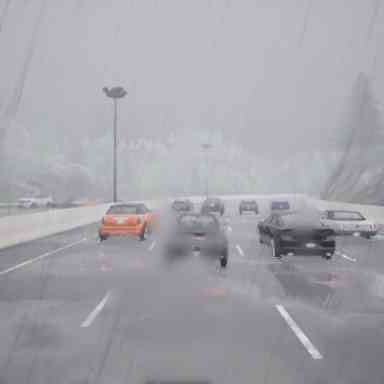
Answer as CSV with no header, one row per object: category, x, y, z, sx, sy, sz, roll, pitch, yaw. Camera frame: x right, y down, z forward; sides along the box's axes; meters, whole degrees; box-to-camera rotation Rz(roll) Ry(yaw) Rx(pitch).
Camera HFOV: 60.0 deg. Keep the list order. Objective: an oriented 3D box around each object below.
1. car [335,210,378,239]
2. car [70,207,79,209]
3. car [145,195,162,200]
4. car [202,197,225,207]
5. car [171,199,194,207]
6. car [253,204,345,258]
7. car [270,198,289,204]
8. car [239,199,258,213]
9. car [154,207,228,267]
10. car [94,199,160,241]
car,7.462,1.583,17.027,1.895,1.301,4.718,0,0,3
car,-14.069,1.448,43.453,1.882,1.535,5.008,0,0,11
car,-9.646,1.363,84.089,2.033,1.411,5.357,0,0,21
car,2.267,1.321,33.953,2.097,1.767,4.553,0,0,8
car,-0.981,1.462,35.970,2.128,1.511,4.902,0,0,9
car,3.746,1.465,12.680,1.882,1.535,5.008,0,0,2
car,10.033,1.440,38.194,1.882,1.535,5.008,0,0,10
car,6.044,1.459,35.590,2.128,1.511,4.902,0,0,9
car,0.192,1.483,11.424,2.128,1.511,4.902,0,0,2
car,-3.044,1.338,16.815,2.097,1.767,4.553,0,0,3
